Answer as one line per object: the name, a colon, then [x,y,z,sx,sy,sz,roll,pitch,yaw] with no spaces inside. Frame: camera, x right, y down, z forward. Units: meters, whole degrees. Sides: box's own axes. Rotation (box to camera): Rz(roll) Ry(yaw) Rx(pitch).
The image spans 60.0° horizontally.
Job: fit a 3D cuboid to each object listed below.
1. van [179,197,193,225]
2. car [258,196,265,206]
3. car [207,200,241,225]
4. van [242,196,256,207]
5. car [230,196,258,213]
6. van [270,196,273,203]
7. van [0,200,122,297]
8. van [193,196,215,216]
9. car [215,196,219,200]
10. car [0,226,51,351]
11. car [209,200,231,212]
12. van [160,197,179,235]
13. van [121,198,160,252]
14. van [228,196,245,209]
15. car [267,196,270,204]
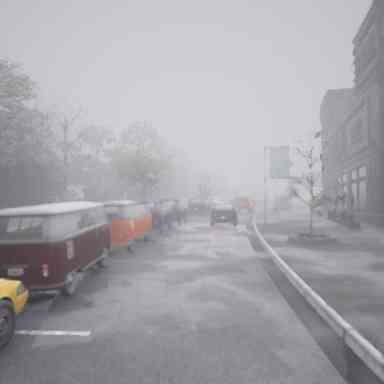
van: [-1.423,1.406,25.285,1.878,1.987,4.442,-2,0,8]
car: [13.946,2.184,72.709,2.163,1.488,4.792,-1,0,21]
car: [2.533,1.614,25.159,1.882,1.535,5.008,0,-1,9]
van: [11.447,1.871,66.698,1.878,1.987,4.442,-1,0,20]
car: [6.664,1.547,42.409,2.150,2.045,5.566,-1,-1,17]
van: [18.246,2.049,83.048,1.878,1.987,4.442,-1,-1,25]
van: [-3.392,1.281,8.641,1.878,1.987,4.442,-2,0,1]
van: [0.920,1.531,36.222,1.878,1.987,4.442,-2,0,12]
car: [2.363,1.573,41.532,2.435,2.045,5.566,-2,0,14]
car: [-3.627,1.479,3.128,1.946,1.575,5.366,-2,0,3]
car: [4.014,1.928,46.840,2.002,1.452,4.674,-1,0,18]
van: [-2.262,1.356,19.768,1.878,1.987,4.442,-2,0,7]
van: [-2.923,1.314,14.216,1.878,1.987,4.442,-2,0,6]
van: [7.769,1.777,57.451,1.878,1.987,4.442,-1,0,20]
car: [16.062,2.203,77.798,2.231,1.521,4.892,-1,0,21]
